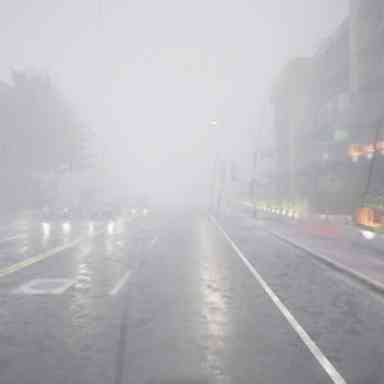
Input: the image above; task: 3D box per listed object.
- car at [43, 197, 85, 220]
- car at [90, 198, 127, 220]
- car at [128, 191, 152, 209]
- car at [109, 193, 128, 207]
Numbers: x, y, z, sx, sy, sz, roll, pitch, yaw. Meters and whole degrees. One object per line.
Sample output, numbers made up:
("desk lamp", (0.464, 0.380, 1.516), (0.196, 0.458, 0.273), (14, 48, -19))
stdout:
("car", (-10.584, 1.347, 27.760), (2.097, 1.767, 4.553), (0, 0, 0))
("car", (-7.077, 1.502, 27.873), (1.837, 1.490, 4.892), (0, 0, 0))
("car", (-7.029, 1.220, 46.943), (2.150, 2.045, 5.566), (0, 0, 0))
("car", (-10.519, 1.218, 48.052), (2.150, 2.045, 5.566), (0, 0, 1))
